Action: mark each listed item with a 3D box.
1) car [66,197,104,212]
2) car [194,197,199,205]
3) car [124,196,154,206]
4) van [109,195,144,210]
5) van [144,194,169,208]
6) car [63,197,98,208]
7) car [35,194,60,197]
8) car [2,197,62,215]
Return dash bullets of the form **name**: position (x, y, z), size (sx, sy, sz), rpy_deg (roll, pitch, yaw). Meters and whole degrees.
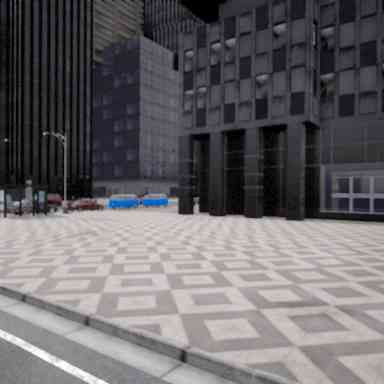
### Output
- **car**: position (-11.427, 1.462, 35.658), size (1.802, 1.307, 4.206), rpy_deg (1, 0, 35)
- **car**: position (1.751, 1.456, 54.153), size (1.802, 1.307, 4.206), rpy_deg (0, 0, 35)
- **car**: position (-7.995, 1.361, 50.549), size (1.812, 1.442, 4.674), rpy_deg (0, 0, 36)
- **van**: position (-8.131, 1.218, 40.281), size (1.690, 1.788, 3.998), rpy_deg (0, 0, 35)
- **van**: position (-4.837, 1.216, 44.905), size (1.690, 1.788, 3.998), rpy_deg (0, 0, 35)
- **car**: position (-15.076, 1.402, 45.227), size (1.802, 1.307, 4.206), rpy_deg (1, 0, 35)
- **car**: position (-18.369, 1.138, 40.602), size (2.192, 1.841, 5.009), rpy_deg (1, 0, 35)
- **car**: position (-14.721, 1.435, 31.034), size (2.008, 1.369, 4.403), rpy_deg (1, 0, 35)
